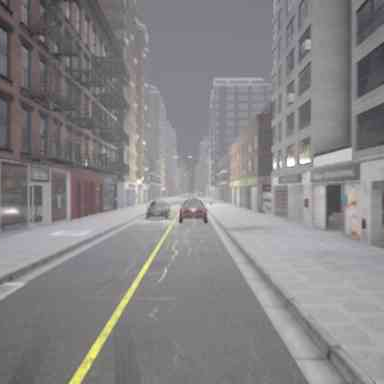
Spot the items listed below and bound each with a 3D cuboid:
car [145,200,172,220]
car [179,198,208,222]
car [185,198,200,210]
[{"bbox_3d":[-2.814,1.491,28.514,1.837,1.490,4.892,0,-1,0],"label":"car"},{"bbox_3d":[0.089,1.336,25.980,2.097,1.767,4.553,0,0,0],"label":"car"},{"bbox_3d":[0.075,1.503,43.861,1.812,1.442,4.674,0,0,0],"label":"car"}]
